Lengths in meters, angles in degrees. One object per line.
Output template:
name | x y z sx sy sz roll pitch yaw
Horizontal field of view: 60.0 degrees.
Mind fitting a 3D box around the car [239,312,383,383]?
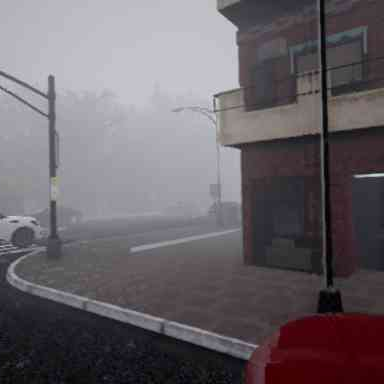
car | 2.518 1.297 1.263 5.009 1.841 2.192 -1 -1 35

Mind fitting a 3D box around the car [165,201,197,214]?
car | -1.257 1.848 39.875 1.837 1.490 4.892 -2 -1 37

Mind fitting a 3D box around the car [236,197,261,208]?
car | 9.195 1.685 53.839 2.097 1.767 4.553 -2 -1 37

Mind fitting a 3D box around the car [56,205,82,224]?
car | -11.212 1.843 26.441 1.882 1.535 5.008 -2 -1 37

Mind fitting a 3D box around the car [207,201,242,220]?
car | 3.220 1.616 29.382 1.837 1.490 4.892 -2 -1 37

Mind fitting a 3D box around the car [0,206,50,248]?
car | -8.881 1.445 13.035 2.150 2.045 5.566 -2 0 36
